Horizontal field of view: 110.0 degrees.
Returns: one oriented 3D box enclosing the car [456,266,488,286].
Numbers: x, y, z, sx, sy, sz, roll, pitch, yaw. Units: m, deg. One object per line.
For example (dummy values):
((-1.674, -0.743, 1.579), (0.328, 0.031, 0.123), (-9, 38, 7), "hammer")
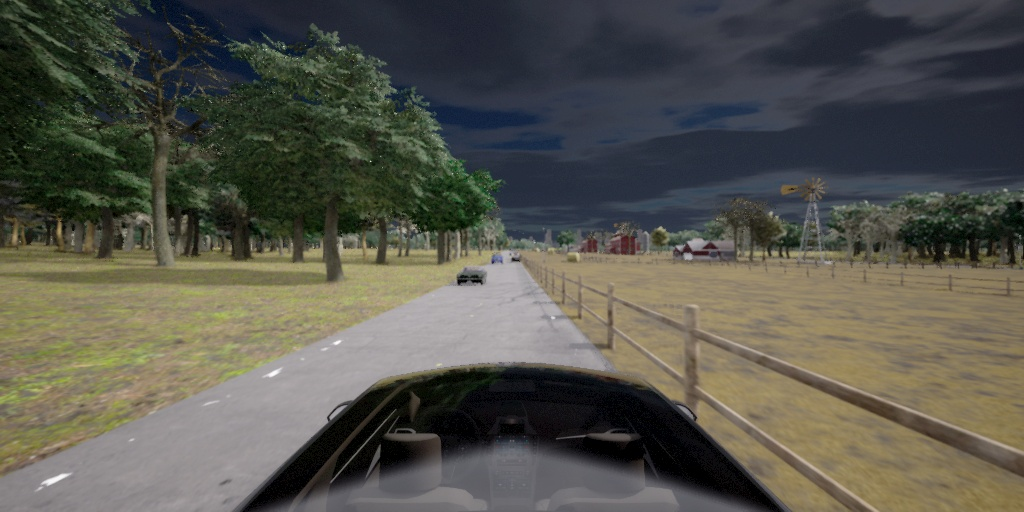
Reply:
((-2.845, 1.396, 26.127), (1.895, 1.301, 4.718), (0, 0, 0), "car")
